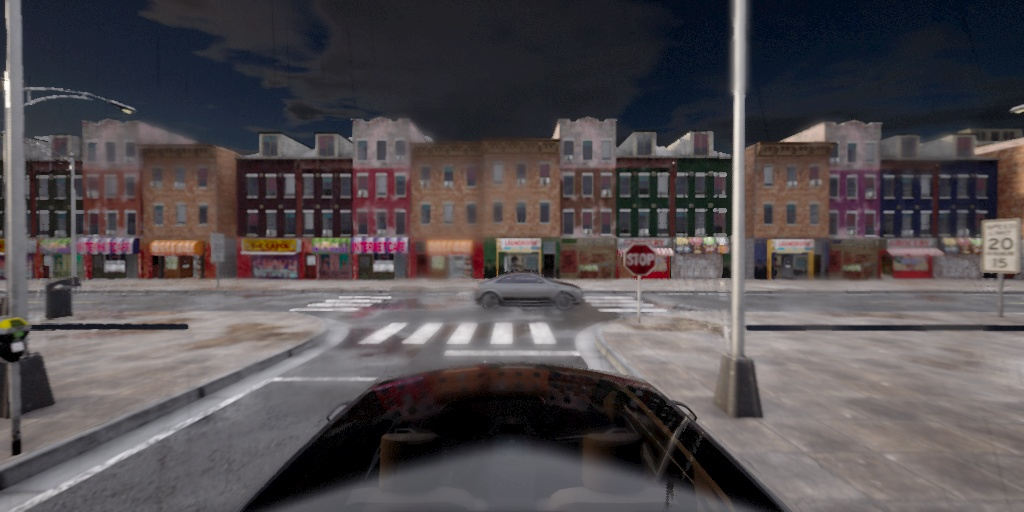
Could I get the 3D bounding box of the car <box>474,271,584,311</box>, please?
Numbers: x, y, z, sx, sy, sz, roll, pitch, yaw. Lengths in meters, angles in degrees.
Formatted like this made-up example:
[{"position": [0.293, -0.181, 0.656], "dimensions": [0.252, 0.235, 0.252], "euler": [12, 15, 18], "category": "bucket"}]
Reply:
[{"position": [0.631, 1.293, 13.807], "dimensions": [4.181, 1.385, 1.994], "euler": [0, 1, 0], "category": "car"}]
